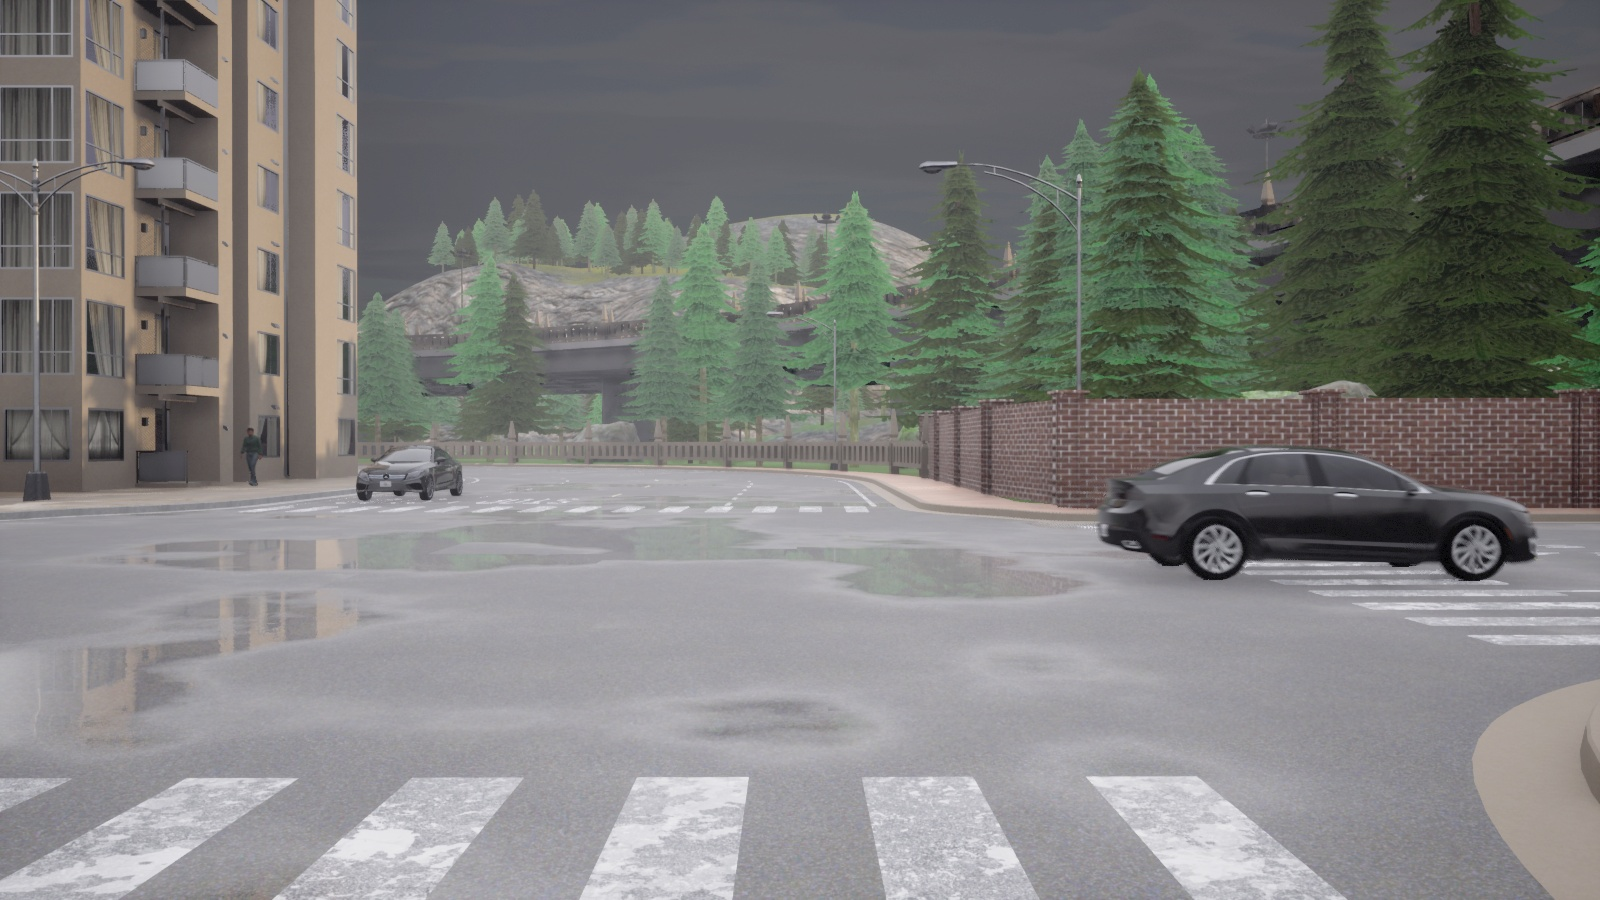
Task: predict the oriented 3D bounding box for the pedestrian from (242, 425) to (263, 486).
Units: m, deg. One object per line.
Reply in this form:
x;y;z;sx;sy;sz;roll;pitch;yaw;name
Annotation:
-16.754;0.170;38.410;0.353;1.847;0.614;0;0;1;pedestrian

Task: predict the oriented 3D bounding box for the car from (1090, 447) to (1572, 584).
6.088;0.722;14.808;4.892;1.490;1.837;0;0;0;car

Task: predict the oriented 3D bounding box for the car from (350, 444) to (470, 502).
-10.497;0.571;34.132;1.812;1.442;4.674;0;0;0;car
